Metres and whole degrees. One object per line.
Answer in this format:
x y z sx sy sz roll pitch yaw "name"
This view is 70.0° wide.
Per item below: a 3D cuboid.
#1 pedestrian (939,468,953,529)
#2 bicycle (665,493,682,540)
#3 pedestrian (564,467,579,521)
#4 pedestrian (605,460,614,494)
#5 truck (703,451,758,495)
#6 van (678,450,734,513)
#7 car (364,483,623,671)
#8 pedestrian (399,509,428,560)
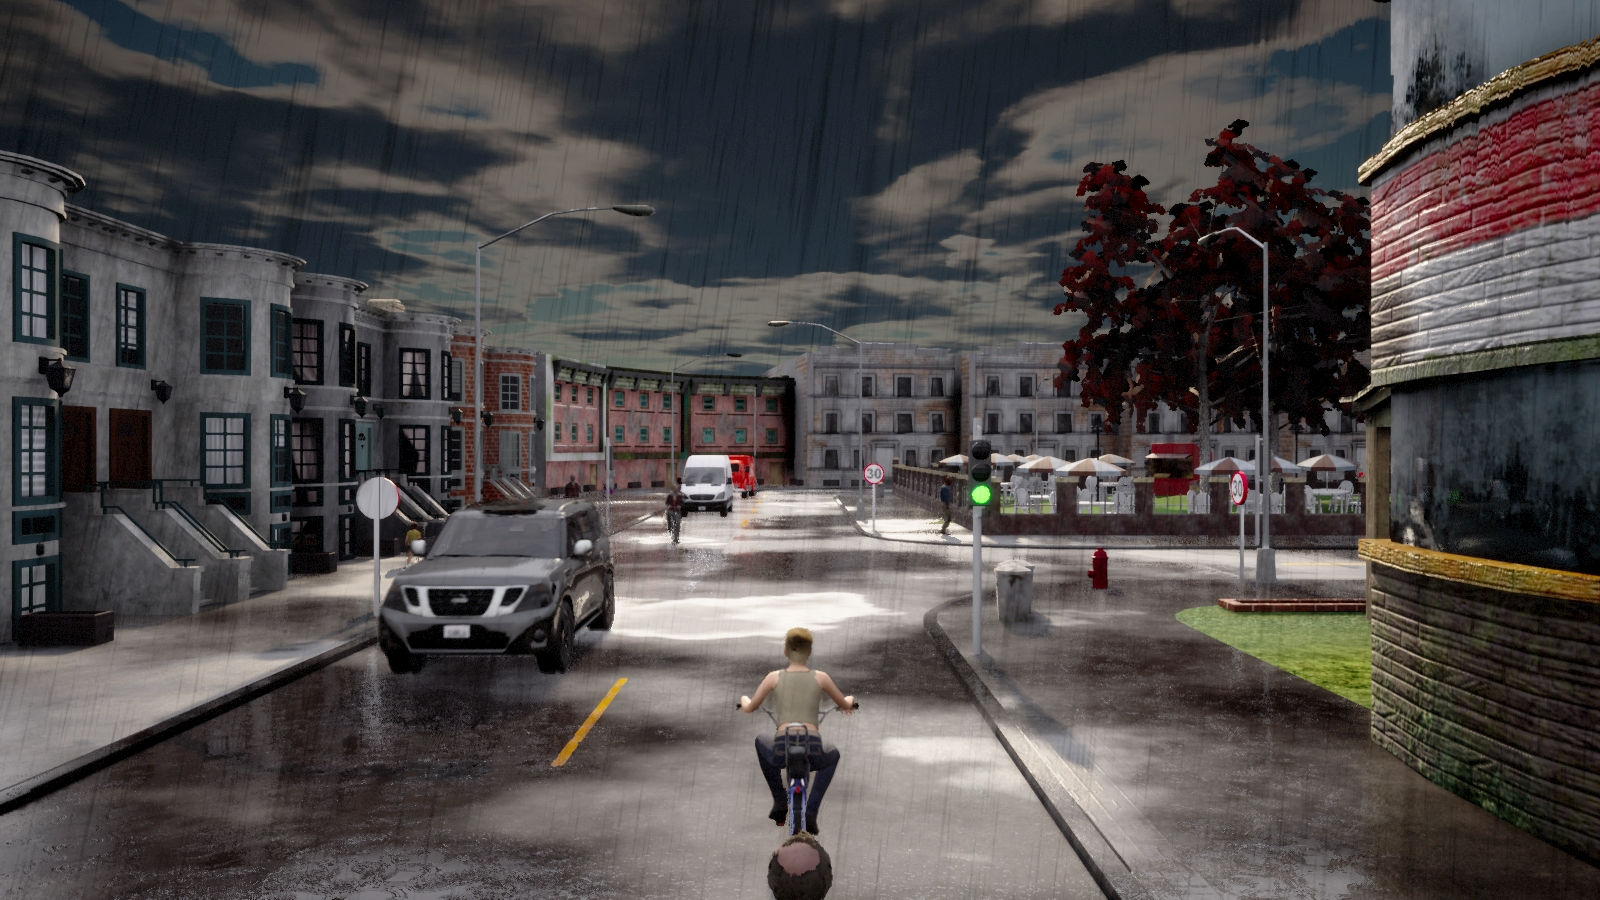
4.502 1.502 35.216 0.375 1.860 0.375 0 0 0 "pedestrian"
-3.701 1.927 33.327 0.329 1.271 1.835 2 0 -10 "bicycle"
-7.847 1.508 39.264 0.375 1.860 0.375 0 0 -42 "pedestrian"
-10.532 1.508 63.229 0.375 1.860 0.375 0 0 19 "pedestrian"
-4.009 1.339 66.732 2.627 2.467 5.204 0 -1 3 "truck"
-4.034 1.295 49.797 1.988 2.561 5.915 0 0 0 "van"
-3.999 1.554 16.071 2.150 2.045 5.566 0 0 0 "car"
-8.706 1.894 25.736 0.500 1.100 0.500 0 0 -3 "pedestrian"
